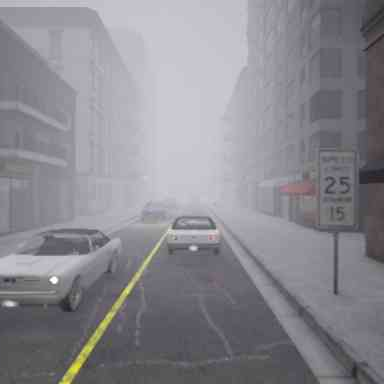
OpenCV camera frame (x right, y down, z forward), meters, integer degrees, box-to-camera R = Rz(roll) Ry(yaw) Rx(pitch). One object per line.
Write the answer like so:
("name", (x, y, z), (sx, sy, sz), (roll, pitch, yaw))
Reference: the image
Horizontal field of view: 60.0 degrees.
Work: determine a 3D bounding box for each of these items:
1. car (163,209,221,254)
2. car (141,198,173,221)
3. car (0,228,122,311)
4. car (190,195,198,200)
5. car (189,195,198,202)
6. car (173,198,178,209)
("car", (0.068, 1.597, 13.420), (1.895, 1.301, 4.718), (0, 0, 0))
("car", (-2.889, 1.457, 26.784), (1.882, 1.535, 5.008), (0, 0, 1))
("car", (-3.064, 1.585, 7.831), (1.895, 1.301, 4.718), (0, 0, 0))
("car", (0.487, 1.421, 85.318), (1.994, 1.385, 4.181), (0, 0, 0))
("car", (0.428, 1.535, 75.251), (1.994, 1.385, 4.181), (0, 0, 0))
("car", (-2.765, 1.456, 42.646), (1.882, 1.535, 5.008), (0, 0, 0))
